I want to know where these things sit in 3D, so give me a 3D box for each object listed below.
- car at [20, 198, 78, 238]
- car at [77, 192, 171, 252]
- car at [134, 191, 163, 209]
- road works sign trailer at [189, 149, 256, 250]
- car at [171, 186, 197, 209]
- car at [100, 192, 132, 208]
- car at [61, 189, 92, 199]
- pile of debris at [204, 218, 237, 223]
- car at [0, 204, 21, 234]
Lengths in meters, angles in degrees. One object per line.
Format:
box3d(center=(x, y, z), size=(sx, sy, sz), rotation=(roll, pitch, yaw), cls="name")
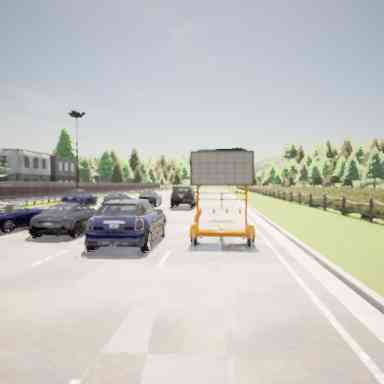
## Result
box3d(center=(-5.576, 1.201, 15.254), size=(1.994, 1.385, 4.181), rotation=(0, 1, 5), cls="car")
box3d(center=(-2.279, 1.051, 12.573), size=(2.097, 1.767, 4.553), rotation=(0, 1, 5), cls="car")
box3d(center=(-4.174, 0.723, 32.884), size=(1.837, 1.490, 4.892), rotation=(0, 1, 5), cls="car")
box3d(center=(1.145, 0.158, 12.720), size=(2.380, 3.560, 2.880), rotation=(0, 1, 5), cls="road works sign trailer")
box3d(center=(-0.738, 0.461, 31.936), size=(2.150, 2.045, 5.566), rotation=(0, 1, 5), cls="car")
box3d(center=(-7.608, 0.762, 33.845), size=(1.994, 1.385, 4.181), rotation=(0, 1, 5), cls="car")
box3d(center=(-11.178, 0.569, 33.114), size=(2.097, 1.767, 4.553), rotation=(0, 1, 5), cls="car")
box3d(center=(1.701, 1.693, 19.737), size=(1.860, 0.140, 1.500), rotation=(0, 1, 5), cls="pile of debris")
box3d(center=(-8.998, 1.213, 16.398), size=(1.895, 1.301, 4.718), rotation=(0, 1, 5), cls="car")
